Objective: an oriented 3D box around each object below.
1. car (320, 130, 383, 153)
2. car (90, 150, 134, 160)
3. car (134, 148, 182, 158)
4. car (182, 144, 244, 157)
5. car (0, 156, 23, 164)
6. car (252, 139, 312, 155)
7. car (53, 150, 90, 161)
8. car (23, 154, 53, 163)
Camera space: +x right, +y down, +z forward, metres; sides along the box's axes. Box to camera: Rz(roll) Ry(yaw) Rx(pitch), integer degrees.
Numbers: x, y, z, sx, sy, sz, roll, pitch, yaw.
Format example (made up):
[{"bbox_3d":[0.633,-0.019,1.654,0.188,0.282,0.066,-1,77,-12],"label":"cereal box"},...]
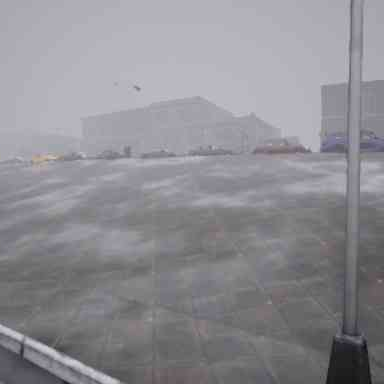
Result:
[{"bbox_3d":[12.269,-3.343,24.061,5.566,2.045,2.435,2,1,25],"label":"car"},{"bbox_3d":[-7.609,-3.530,33.906,4.792,1.488,2.163,1,1,29],"label":"car"},{"bbox_3d":[-2.745,-3.419,31.299,4.674,1.452,2.002,1,1,28],"label":"car"},{"bbox_3d":[2.087,-3.357,28.842,4.892,1.521,2.231,1,1,27],"label":"car"},{"bbox_3d":[-22.068,-3.826,42.451,4.674,1.452,2.002,1,1,33],"label":"car"},{"bbox_3d":[7.168,-3.361,26.399,4.553,1.767,2.185,1,1,26],"label":"car"},{"bbox_3d":[-12.602,-3.789,36.706,4.553,1.767,2.185,1,1,31],"label":"car"},{"bbox_3d":[-17.356,-3.765,39.522,5.008,1.535,2.097,1,1,32],"label":"car"}]
